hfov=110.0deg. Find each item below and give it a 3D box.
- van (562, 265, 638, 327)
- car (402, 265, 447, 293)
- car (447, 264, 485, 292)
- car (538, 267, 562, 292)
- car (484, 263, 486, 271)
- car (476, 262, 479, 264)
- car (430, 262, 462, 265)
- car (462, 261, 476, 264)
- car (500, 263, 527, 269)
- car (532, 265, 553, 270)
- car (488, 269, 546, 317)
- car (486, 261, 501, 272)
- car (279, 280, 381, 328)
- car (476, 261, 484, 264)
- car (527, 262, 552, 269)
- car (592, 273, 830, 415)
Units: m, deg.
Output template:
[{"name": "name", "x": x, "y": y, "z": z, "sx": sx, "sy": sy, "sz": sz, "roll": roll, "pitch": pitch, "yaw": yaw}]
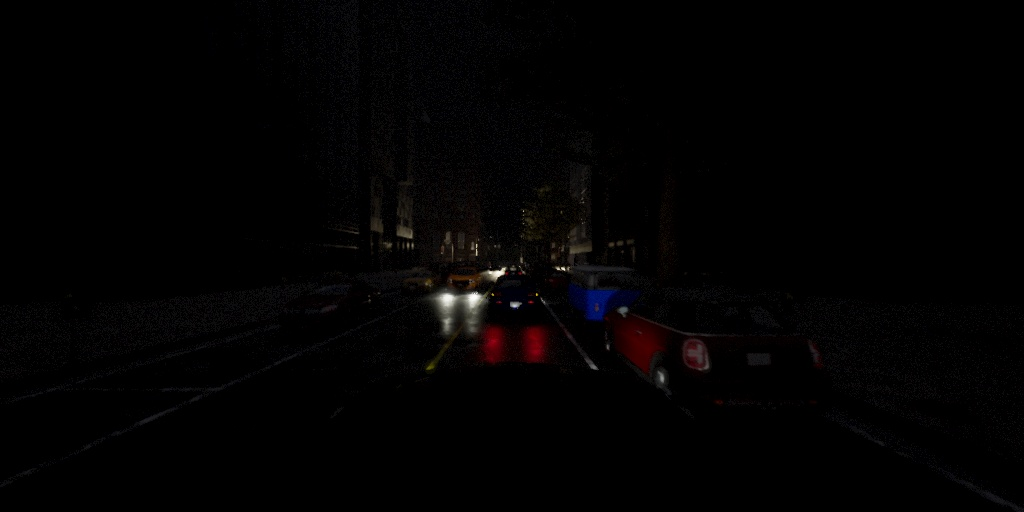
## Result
[{"name": "van", "x": 2.861, "y": 1.205, "z": 11.718, "sx": 1.690, "sy": 1.789, "sz": 3.998, "roll": 0, "pitch": 0, "yaw": 0}, {"name": "car", "x": -5.661, "y": 1.522, "z": 22.839, "sx": 1.751, "sy": 1.417, "sz": 4.829, "roll": 0, "pitch": 0, "yaw": 0}, {"name": "car", "x": -3.094, "y": 1.487, "z": 23.987, "sx": 1.882, "sy": 1.535, "sz": 5.008, "roll": 0, "pitch": -1, "yaw": 0}, {"name": "car", "x": 2.865, "y": 1.580, "z": 22.996, "sx": 1.802, "sy": 1.307, "sz": 4.207, "roll": 0, "pitch": 0, "yaw": 0}, {"name": "car", "x": -5.650, "y": 1.996, "z": 56.837, "sx": 1.888, "sy": 1.381, "sz": 4.507, "roll": 0, "pitch": 0, "yaw": 0}, {"name": "car", "x": -5.654, "y": 1.863, "z": 45.561, "sx": 1.948, "sy": 1.339, "sz": 4.313, "roll": 0, "pitch": 0, "yaw": 0}, {"name": "car", "x": -5.659, "y": 1.385, "z": 28.645, "sx": 2.192, "sy": 1.841, "sz": 5.009, "roll": 0, "pitch": 0, "yaw": 0}, {"name": "car", "x": -5.656, "y": 1.537, "z": 39.923, "sx": 2.192, "sy": 1.841, "sz": 5.009, "roll": 0, "pitch": 0, "yaw": 0}, {"name": "car", "x": 0.112, "y": 1.712, "z": 35.612, "sx": 2.033, "sy": 1.411, "sz": 5.357, "roll": 0, "pitch": -1, "yaw": 0}, {"name": "car", "x": 2.866, "y": 1.637, "z": 28.633, "sx": 1.948, "sy": 1.339, "sz": 4.313, "roll": 0, "pitch": 0, "yaw": 0}, {"name": "car", "x": 0.098, "y": 1.413, "z": 13.808, "sx": 1.812, "sy": 1.442, "sz": 4.674, "roll": 0, "pitch": -1, "yaw": 0}, {"name": "car", "x": -3.000, "y": 1.918, "z": 65.034, "sx": 2.097, "sy": 1.767, "sz": 4.553, "roll": 0, "pitch": -1, "yaw": 0}, {"name": "car", "x": -5.664, "y": 1.446, "z": 11.733, "sx": 1.802, "sy": 1.307, "sz": 4.207, "roll": 0, "pitch": 0, "yaw": 0}, {"name": "car", "x": -5.652, "y": 1.688, "z": 51.199, "sx": 2.192, "sy": 1.841, "sz": 5.009, "roll": 0, "pitch": 0, "yaw": 0}, {"name": "car", "x": 2.868, "y": 1.462, "z": 34.273, "sx": 2.192, "sy": 1.841, "sz": 5.009, "roll": 0, "pitch": 0, "yaw": 0}, {"name": "car", "x": 2.859, "y": 1.240, "z": 6.079, "sx": 1.967, "sy": 1.591, "sz": 4.097, "roll": 0, "pitch": 0, "yaw": 0}]
